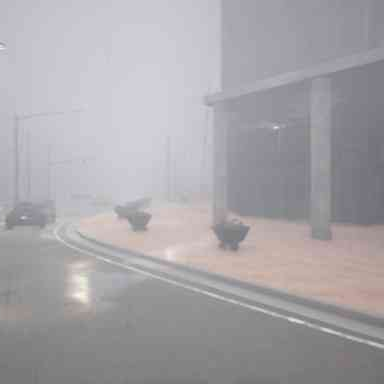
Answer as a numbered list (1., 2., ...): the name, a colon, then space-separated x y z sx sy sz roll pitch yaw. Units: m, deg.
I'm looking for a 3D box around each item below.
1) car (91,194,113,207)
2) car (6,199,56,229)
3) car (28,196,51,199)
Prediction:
1. car: -11.199 0.981 41.829 1.882 1.535 5.008 0 1 -4
2. car: -9.470 1.325 19.842 1.994 1.385 4.181 0 1 -13
3. car: -14.193 1.111 30.584 1.882 1.535 5.008 0 0 -3
